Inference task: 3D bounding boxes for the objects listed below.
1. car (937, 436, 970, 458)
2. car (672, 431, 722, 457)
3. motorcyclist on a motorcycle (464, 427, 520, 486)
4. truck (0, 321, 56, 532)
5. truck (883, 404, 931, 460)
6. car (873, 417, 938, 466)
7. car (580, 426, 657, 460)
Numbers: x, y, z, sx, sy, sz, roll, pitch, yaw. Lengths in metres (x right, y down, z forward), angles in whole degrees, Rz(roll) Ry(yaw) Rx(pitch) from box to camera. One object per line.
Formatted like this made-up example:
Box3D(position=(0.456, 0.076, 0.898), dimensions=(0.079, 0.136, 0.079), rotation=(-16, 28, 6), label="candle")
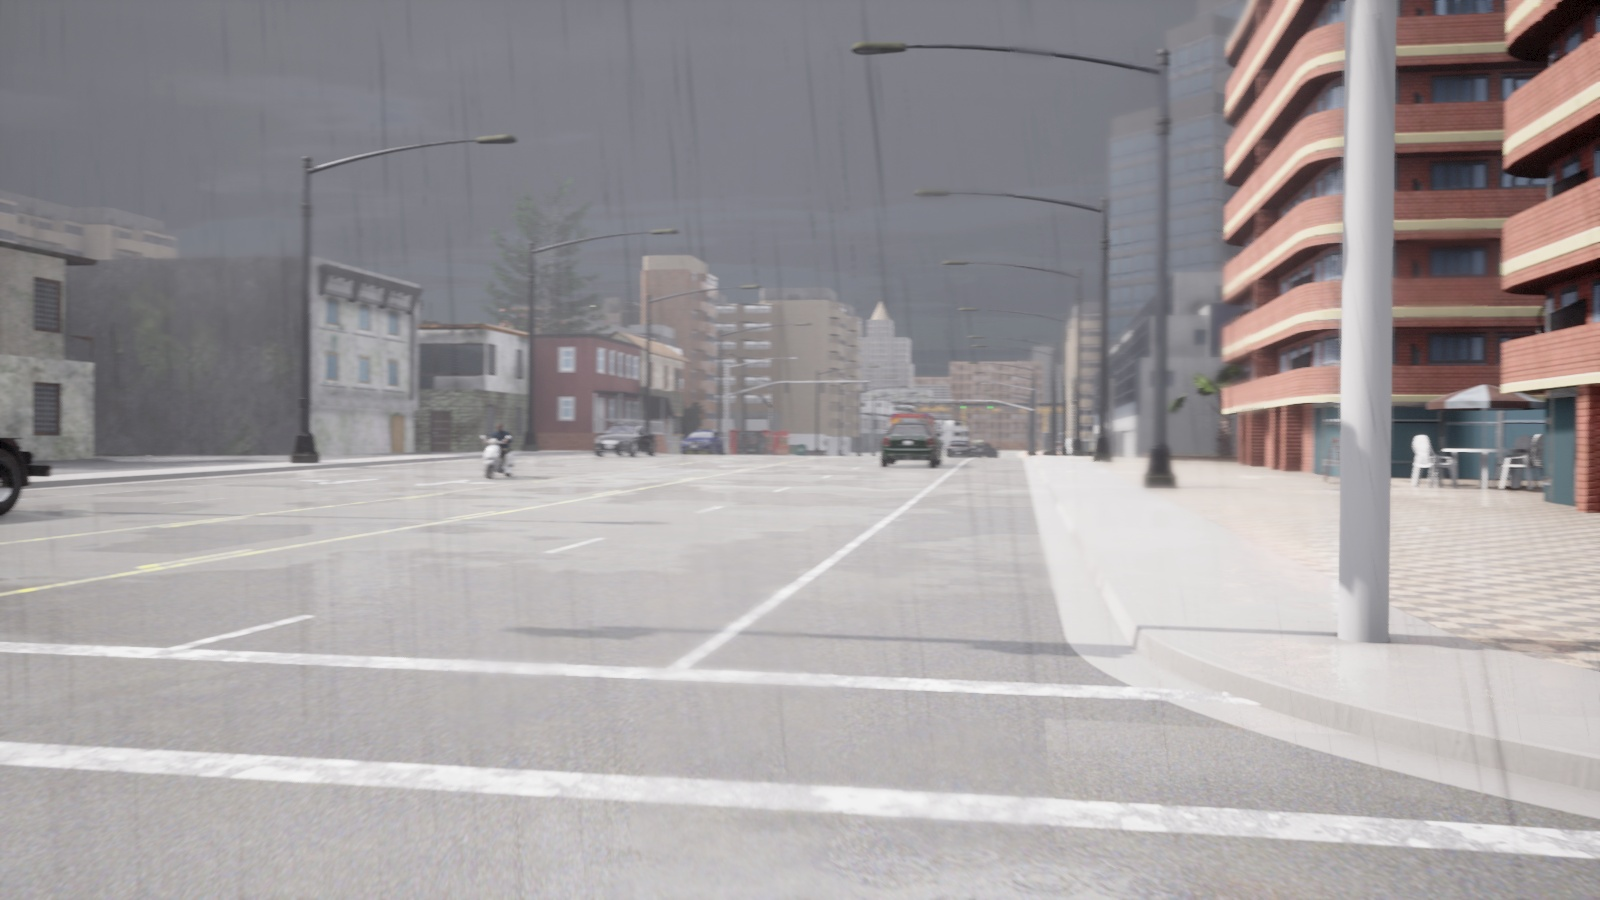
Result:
Box3D(position=(10.987, -0.187, 89.461), dimensions=(2.128, 1.511, 4.902), rotation=(0, -1, 9), label="car")
Box3D(position=(-5.942, -0.340, 73.013), dimensions=(1.812, 1.442, 4.674), rotation=(0, 0, 9), label="car")
Box3D(position=(-8.648, 0.172, 35.380), dimensions=(0.866, 1.590, 1.817), rotation=(0, 1, 9), label="motorcyclist on a motorcycle")
Box3D(position=(-15.061, -0.321, 18.163), dimensions=(2.891, 3.462, 7.936), rotation=(0, 1, 9), label="truck")
Box3D(position=(7.997, -1.239, 92.859), dimensions=(2.891, 3.827, 8.468), rotation=(0, -1, 10), label="truck")
Box3D(position=(4.100, -0.364, 48.045), dimensions=(2.097, 1.767, 4.553), rotation=(0, 1, 9), label="car")
Box3D(position=(-8.369, -0.337, 58.414), dimensions=(2.128, 1.511, 4.902), rotation=(0, 1, 9), label="car")
